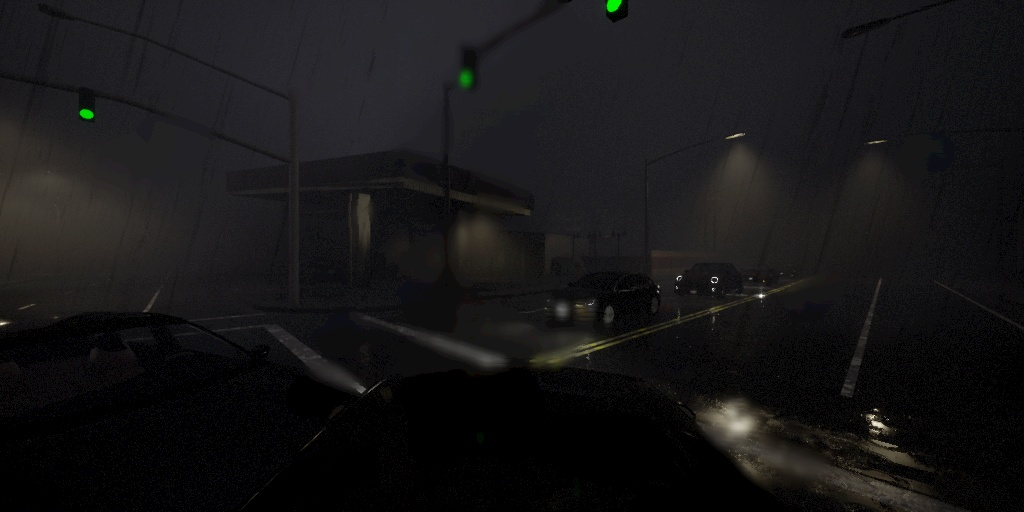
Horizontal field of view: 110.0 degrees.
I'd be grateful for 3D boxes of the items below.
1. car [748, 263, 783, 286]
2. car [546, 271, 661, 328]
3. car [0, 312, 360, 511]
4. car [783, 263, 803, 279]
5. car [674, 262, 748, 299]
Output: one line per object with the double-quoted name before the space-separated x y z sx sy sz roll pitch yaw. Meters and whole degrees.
"car" 17.188 1.314 25.089 4.181 1.385 1.994 0 0 -45
"car" 3.129 1.255 11.632 4.892 1.490 1.837 0 0 -44
"car" -3.365 1.242 2.751 4.902 1.511 2.128 0 0 16
"car" 24.471 1.314 31.987 4.181 1.385 1.994 0 0 -43
"car" 10.114 1.102 18.329 4.553 1.767 2.097 0 0 -44
